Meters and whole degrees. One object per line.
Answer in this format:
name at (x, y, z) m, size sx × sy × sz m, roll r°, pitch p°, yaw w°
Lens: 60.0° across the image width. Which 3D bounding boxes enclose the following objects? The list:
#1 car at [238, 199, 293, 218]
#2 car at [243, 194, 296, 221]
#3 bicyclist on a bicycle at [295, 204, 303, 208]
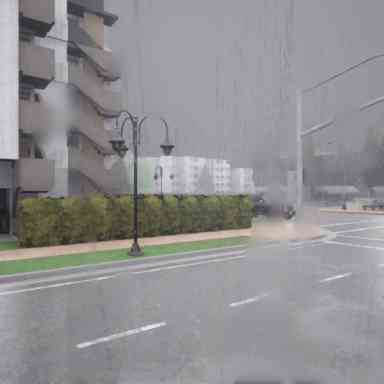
car at (6.882, 1.478, 31.644) m, size 1.882 × 1.535 × 5.008 m, roll 0°, pitch 0°, yaw -37°
car at (5.776, 1.221, 27.326) m, size 2.150 × 2.045 × 5.566 m, roll 0°, pitch 0°, yaw -38°
bicyclist on a bicycle at (13.423, 1.301, 41.677) m, size 1.656 × 1.620 × 0.582 m, roll 0°, pitch 0°, yaw -39°
